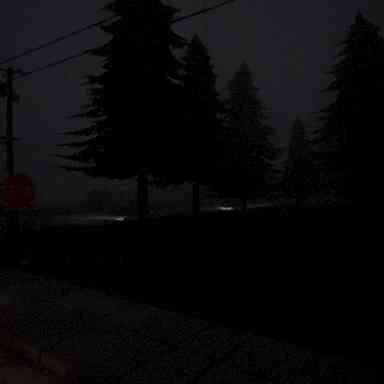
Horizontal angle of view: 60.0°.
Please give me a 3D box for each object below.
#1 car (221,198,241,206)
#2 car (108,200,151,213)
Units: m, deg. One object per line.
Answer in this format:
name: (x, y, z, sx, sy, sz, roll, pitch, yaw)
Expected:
car: (6.329, 1.712, 52.740, 1.994, 1.385, 4.181, 0, 0, 34)
car: (-6.288, 1.613, 33.964, 1.882, 1.535, 5.008, 0, 0, 34)
